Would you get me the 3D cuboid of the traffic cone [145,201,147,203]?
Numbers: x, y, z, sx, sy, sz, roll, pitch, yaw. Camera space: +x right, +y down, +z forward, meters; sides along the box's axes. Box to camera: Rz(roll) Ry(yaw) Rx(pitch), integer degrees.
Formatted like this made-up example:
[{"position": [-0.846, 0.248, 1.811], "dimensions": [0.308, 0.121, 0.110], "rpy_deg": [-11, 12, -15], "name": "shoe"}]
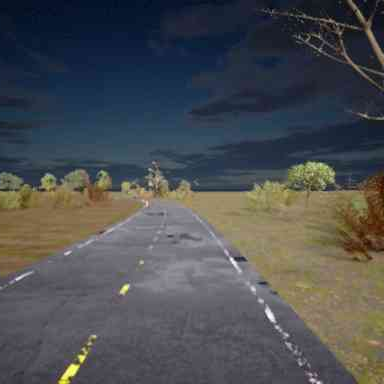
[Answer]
[{"position": [-7.746, 2.192, 57.963], "dimensions": [0.340, 0.580, 0.340], "rpy_deg": [0, 0, -7], "name": "traffic cone"}]
